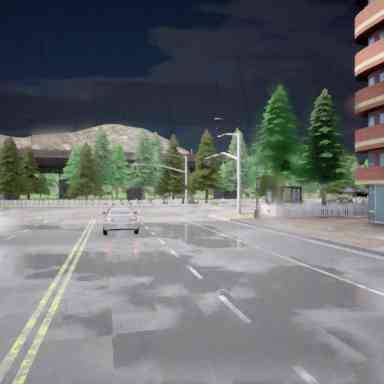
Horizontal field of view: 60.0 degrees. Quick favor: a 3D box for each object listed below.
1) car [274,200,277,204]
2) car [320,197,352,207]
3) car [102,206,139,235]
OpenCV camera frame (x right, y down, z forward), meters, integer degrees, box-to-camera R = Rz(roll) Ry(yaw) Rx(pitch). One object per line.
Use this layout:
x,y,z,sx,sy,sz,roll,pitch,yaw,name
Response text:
14.692,1.470,51.353,4.674,1.442,1.812,0,0,-13,car
21.282,1.449,49.275,4.892,1.490,1.837,0,0,-12,car
-4.043,1.526,18.761,1.812,1.442,4.674,0,0,-14,car
